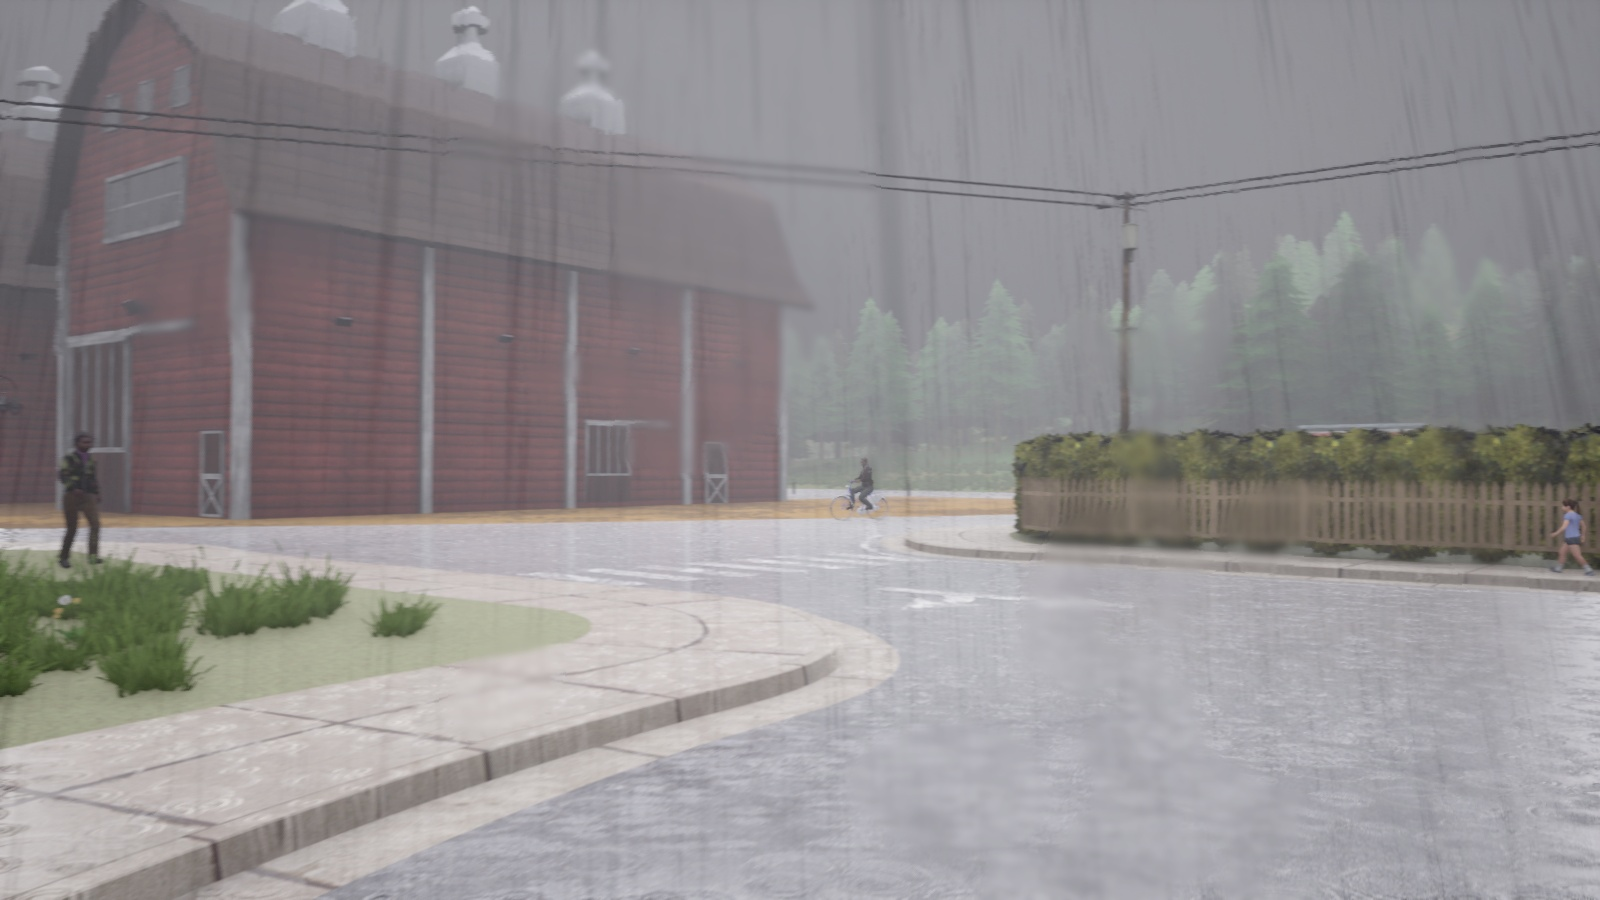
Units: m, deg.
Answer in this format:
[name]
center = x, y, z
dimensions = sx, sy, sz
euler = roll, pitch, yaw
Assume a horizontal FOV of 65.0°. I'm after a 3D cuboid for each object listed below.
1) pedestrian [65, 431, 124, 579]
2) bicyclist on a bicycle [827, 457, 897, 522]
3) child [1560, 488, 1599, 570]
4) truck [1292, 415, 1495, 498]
[pedestrian]
center = -9.429, 0.725, 16.784
dimensions = 0.692, 1.930, 0.395
euler = -1, -1, 32
[bicyclist on a bicycle]
center = 1.727, 1.096, 34.943
dimensions = 1.843, 1.776, 0.659
euler = 0, -1, -26
[child]
center = 10.815, 1.089, 17.420
dimensions = 0.255, 1.110, 0.394
euler = 1, -1, -44
[truck]
center = 28.819, 0.379, 61.289
dimensions = 8.468, 3.827, 2.891
euler = -1, -1, 40
